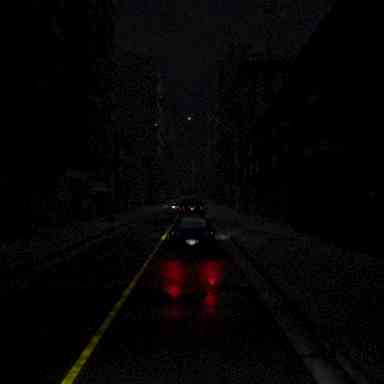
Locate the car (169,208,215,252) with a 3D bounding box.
[{"bbox_3d":[0.008,1.655,14.396,1.812,1.442,4.674,0,0,0],"label":"car"}]

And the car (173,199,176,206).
[{"bbox_3d":[-2.987,2.153,69.595,1.882,1.535,5.008,0,-1,0],"label":"car"}]

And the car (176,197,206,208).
[{"bbox_3d":[0.006,1.473,29.018,2.150,2.045,5.566,0,0,0],"label":"car"}]
